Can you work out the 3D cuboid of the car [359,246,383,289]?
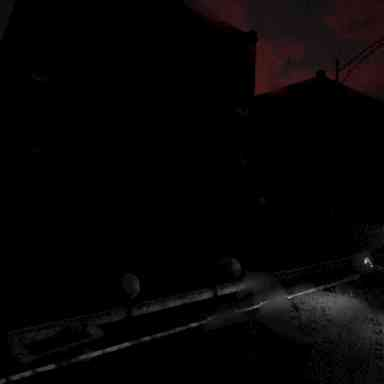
[{"bbox_3d":[5.915,1.505,7.977,4.674,1.442,1.812,0,0,-36],"label":"car"}]
